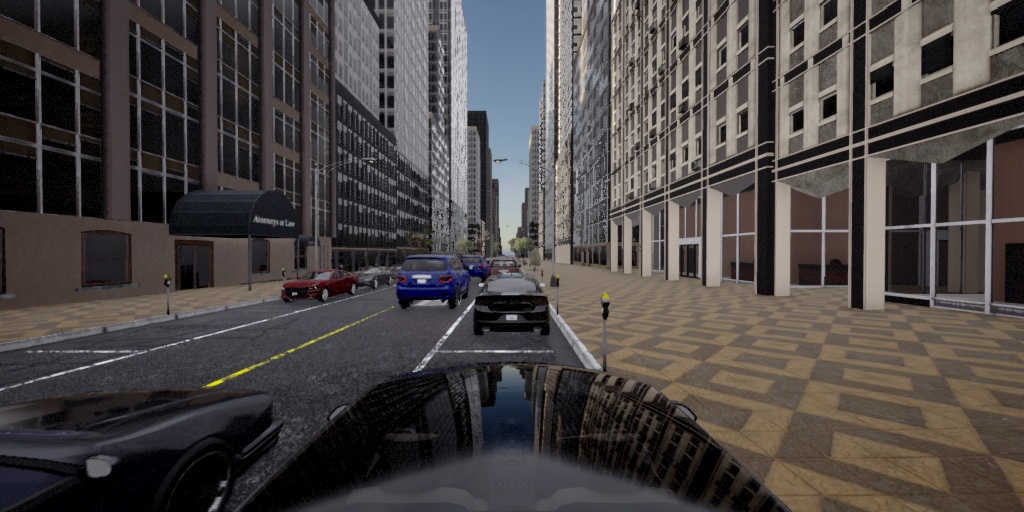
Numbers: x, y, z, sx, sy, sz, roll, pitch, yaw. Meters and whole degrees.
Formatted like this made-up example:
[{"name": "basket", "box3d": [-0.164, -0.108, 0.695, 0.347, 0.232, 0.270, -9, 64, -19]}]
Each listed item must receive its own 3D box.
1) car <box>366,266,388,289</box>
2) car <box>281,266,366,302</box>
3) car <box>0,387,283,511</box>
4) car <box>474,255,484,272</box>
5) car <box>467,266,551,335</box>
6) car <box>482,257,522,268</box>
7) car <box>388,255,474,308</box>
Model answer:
[{"name": "car", "box3d": [-8.838, 1.297, 22.523, 2.007, 1.370, 4.403, 0, 0, 0]}, {"name": "car", "box3d": [-8.837, 1.292, 16.839, 1.888, 1.381, 4.507, 0, 0, 0]}, {"name": "car", "box3d": [-3.051, 1.297, 0.835, 2.033, 1.411, 5.357, 0, 0, 0]}, {"name": "car", "box3d": [-3.051, 0.968, 29.148, 2.150, 2.045, 5.566, 0, 0, 1]}, {"name": "car", "box3d": [-0.006, 1.226, 10.502, 1.882, 1.535, 5.008, 0, 0, 0]}, {"name": "car", "box3d": [-0.457, 1.061, 22.523, 2.192, 1.841, 5.009, 0, 0, 0]}, {"name": "car", "box3d": [-3.149, 0.970, 15.281, 2.150, 2.045, 5.566, 0, 0, 1]}]
